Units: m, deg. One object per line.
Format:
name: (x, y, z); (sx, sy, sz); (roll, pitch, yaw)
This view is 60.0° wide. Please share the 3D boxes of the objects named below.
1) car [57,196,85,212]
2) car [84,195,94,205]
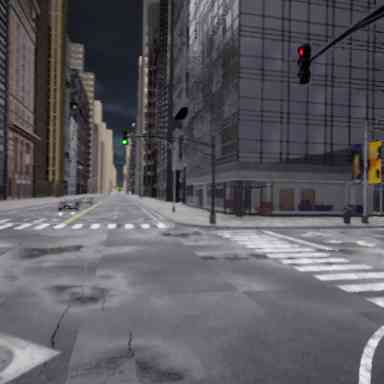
car: (-13.246, 1.397, 36.112); (1.994, 1.385, 4.181); (1, 0, -12)
car: (-16.964, 1.297, 53.643); (2.128, 1.511, 4.902); (1, 0, -12)
